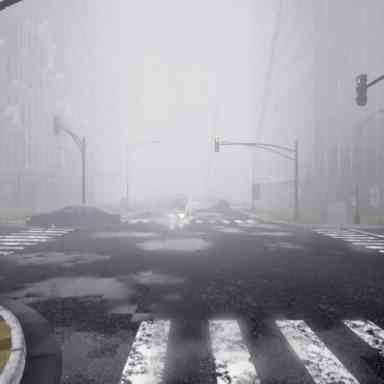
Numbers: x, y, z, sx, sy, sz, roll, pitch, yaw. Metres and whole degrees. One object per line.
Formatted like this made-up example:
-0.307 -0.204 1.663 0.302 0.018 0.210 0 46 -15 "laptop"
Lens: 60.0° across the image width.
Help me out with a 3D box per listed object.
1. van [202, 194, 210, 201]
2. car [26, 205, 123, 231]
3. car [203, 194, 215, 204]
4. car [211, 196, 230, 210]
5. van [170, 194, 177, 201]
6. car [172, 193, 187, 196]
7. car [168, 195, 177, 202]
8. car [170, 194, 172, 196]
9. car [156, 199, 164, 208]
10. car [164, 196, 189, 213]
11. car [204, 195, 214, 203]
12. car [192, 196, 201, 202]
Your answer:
3.447 1.321 80.513 1.690 1.788 3.998 0 0 0 "van"
-6.851 1.489 19.763 5.357 1.411 2.033 3 -1 -23 "car"
3.572 1.313 63.930 2.192 1.841 5.009 0 0 0 "car"
3.788 1.579 41.822 1.947 1.339 4.313 0 0 0 "car"
-4.433 1.321 80.454 1.690 1.788 3.998 0 0 0 "van"
-1.758 1.230 55.062 2.150 2.045 5.566 0 0 0 "car"
-4.391 1.426 74.927 1.967 1.590 4.097 0 0 0 "car"
-4.308 1.563 63.871 1.947 1.339 4.313 0 0 0 "car"
-4.183 1.592 47.289 1.802 1.307 4.206 0 0 0 "car"
-1.641 1.507 37.202 2.128 1.511 4.902 0 0 0 "car"
3.531 1.432 69.459 1.967 1.590 4.097 0 0 0 "car"
0.942 1.512 73.102 1.812 1.442 4.674 0 0 0 "car"
